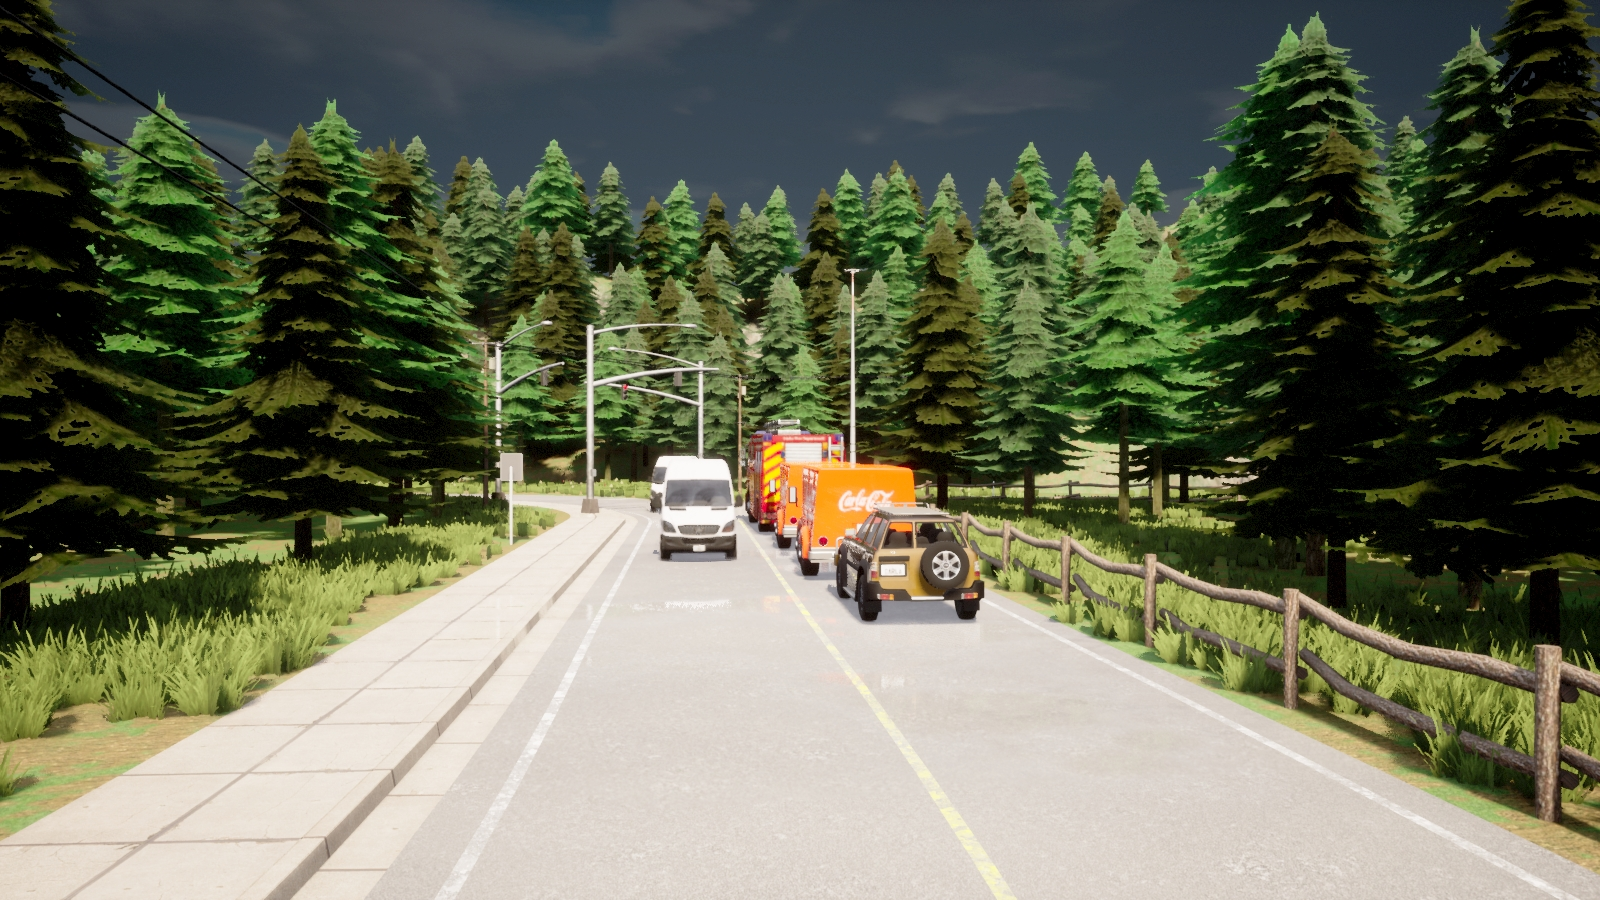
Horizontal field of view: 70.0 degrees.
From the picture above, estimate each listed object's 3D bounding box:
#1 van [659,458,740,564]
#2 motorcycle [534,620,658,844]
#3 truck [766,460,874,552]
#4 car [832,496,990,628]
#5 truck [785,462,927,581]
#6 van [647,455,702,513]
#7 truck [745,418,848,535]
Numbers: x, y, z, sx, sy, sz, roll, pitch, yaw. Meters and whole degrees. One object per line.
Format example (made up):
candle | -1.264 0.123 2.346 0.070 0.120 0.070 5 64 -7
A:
van | -2.784 1.507 31.084 1.988 2.561 5.915 0 0 -6
motorcycle | -1.592 2.178 9.276 0.867 1.251 2.209 0 0 -7
truck | 0.486 1.541 33.943 2.627 2.467 5.204 0 0 -6
car | 1.810 1.837 20.127 1.932 1.855 4.605 0 0 -5
truck | 1.162 1.541 26.858 2.627 2.467 5.204 0 0 -5
van | -5.761 1.510 53.135 1.988 2.561 5.915 0 0 -1
truck | -0.322 0.864 41.724 2.891 3.827 8.468 0 0 -6
